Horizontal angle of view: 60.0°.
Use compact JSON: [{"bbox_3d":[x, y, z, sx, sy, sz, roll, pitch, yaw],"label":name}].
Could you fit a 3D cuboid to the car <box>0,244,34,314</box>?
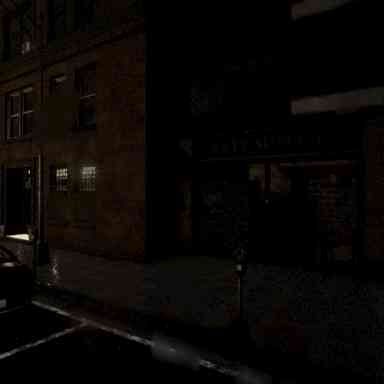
[{"bbox_3d":[-4.837,1.552,6.516,4.403,1.369,2.008,0,0,35],"label":"car"}]
